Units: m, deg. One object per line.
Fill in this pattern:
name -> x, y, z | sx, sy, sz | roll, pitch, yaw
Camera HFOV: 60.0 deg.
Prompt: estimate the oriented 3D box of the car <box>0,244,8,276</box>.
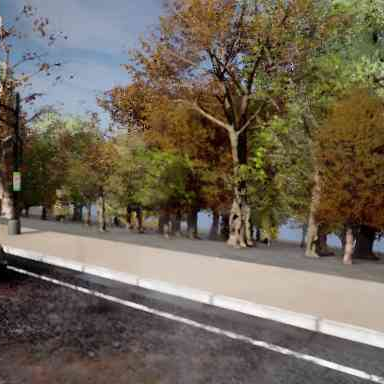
car -> -6.441, 1.376, 8.282 | 4.181, 1.385, 1.994 | 1, 1, 35
